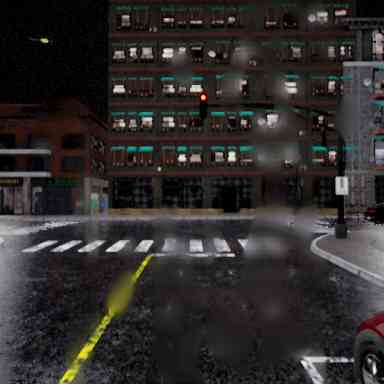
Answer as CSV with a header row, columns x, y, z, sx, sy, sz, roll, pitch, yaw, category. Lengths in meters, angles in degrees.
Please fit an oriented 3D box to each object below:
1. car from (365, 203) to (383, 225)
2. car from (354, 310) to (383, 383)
x,y,z,sx,sy,sz,roll,pitch,yaw,category
13.357,1.331,20.579,4.892,1.490,1.837,-1,-1,0,car
2.754,1.439,2.080,1.967,1.590,4.097,1,0,0,car
